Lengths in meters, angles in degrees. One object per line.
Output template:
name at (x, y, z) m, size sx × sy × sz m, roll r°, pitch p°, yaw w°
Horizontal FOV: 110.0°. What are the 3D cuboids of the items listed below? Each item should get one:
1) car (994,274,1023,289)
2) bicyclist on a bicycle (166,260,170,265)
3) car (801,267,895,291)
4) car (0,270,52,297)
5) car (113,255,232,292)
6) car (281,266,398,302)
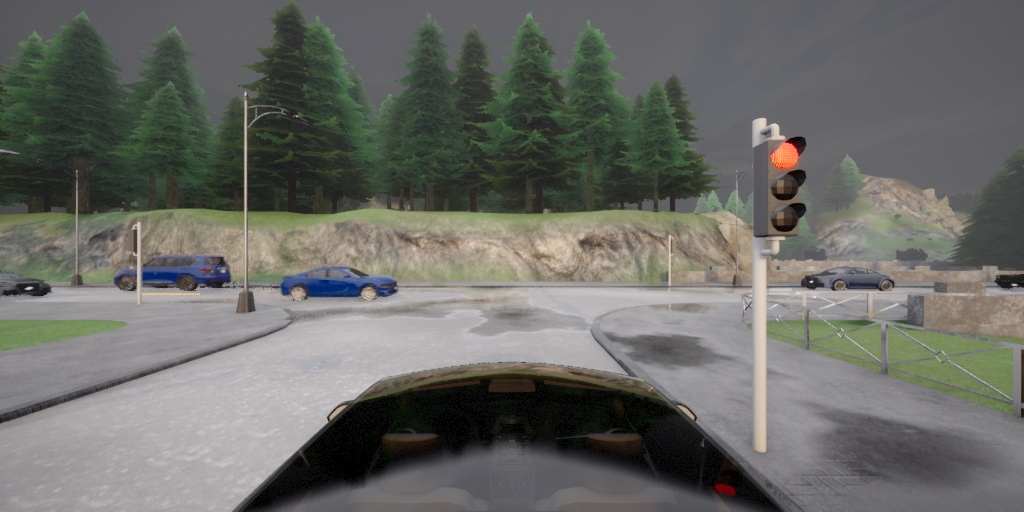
car at (31.240, 1.350, 20.709) m, size 4.718 × 1.301 × 1.895 m, roll 0°, pitch 0°, yaw 0°
bicyclist on a bicycle at (-23.915, 1.099, 24.975) m, size 0.582 × 1.620 × 1.656 m, roll 0°, pitch 0°, yaw 0°
car at (19.303, 1.314, 20.726) m, size 4.181 × 1.385 × 1.994 m, roll 0°, pitch 0°, yaw 0°
car at (-24.292, 1.314, 16.579) m, size 4.181 × 1.385 × 1.994 m, roll 0°, pitch 0°, yaw 0°
car at (-19.501, 0.971, 20.811) m, size 5.566 × 2.045 × 2.150 m, roll 0°, pitch 0°, yaw -1°
car at (-7.865, 1.227, 16.556) m, size 5.008 × 1.535 × 1.882 m, roll 0°, pitch 0°, yaw 0°
